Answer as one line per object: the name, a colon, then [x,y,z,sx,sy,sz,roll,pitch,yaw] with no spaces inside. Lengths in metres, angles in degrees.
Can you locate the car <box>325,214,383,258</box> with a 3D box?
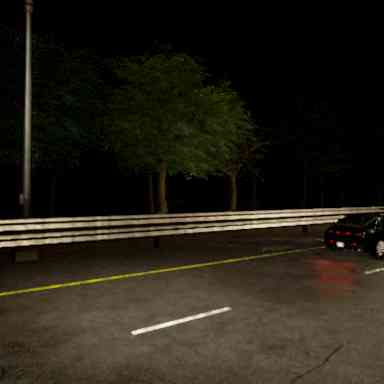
car: [7.325,1.642,13.357,4.892,1.490,1.837,0,0,-35]
